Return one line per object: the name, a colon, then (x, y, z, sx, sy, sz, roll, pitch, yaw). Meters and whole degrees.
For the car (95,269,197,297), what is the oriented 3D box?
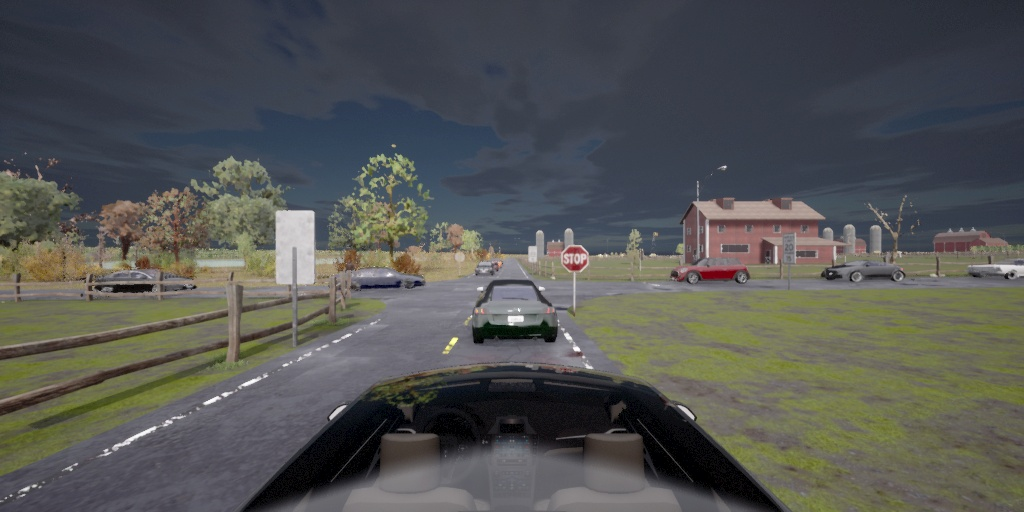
car: (-21.184, 1.523, 20.881, 4.902, 1.511, 2.128, -1, 0, 1)

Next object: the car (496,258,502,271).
car: (-2.760, 1.303, 46.830, 1.994, 1.385, 4.181, 0, 0, 1)

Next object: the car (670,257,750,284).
car: (12.851, 0.881, 23.531, 4.553, 1.767, 2.097, -1, 0, 2)

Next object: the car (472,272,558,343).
car: (-0.009, 1.312, 9.662, 1.994, 1.385, 4.181, 0, 0, -3)

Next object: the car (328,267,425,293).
car: (-8.022, 1.389, 21.663, 5.357, 1.411, 2.033, -1, 1, -14)

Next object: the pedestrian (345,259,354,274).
pedestrian: (-12.122, 1.158, 26.731, 0.375, 1.860, 0.375, 0, 1, 1)

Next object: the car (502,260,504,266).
car: (-2.722, 1.088, 56.792, 2.097, 1.767, 4.553, 0, 0, 1)

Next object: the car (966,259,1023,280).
car: (32.829, 0.835, 23.289, 4.718, 1.301, 1.895, -1, 0, 1)

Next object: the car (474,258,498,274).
car: (-2.791, 1.267, 37.853, 1.812, 1.442, 4.674, 0, 0, 0)

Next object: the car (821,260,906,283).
car: (22.796, 0.948, 23.385, 4.181, 1.385, 1.994, -1, 0, 1)
